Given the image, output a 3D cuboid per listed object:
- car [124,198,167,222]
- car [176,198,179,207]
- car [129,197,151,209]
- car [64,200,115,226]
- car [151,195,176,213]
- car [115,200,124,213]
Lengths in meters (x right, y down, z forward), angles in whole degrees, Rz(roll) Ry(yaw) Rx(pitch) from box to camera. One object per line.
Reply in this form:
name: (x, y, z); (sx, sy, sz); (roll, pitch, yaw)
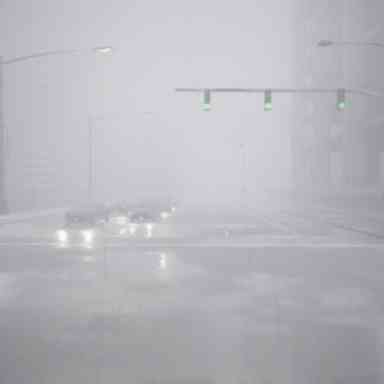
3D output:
car: (-3.385, 1.401, 25.324); (2.033, 1.411, 5.357); (0, 0, 1)
car: (-2.880, 1.307, 44.513); (1.994, 1.385, 4.181); (0, 0, 2)
car: (-6.456, 1.359, 41.903); (1.895, 1.301, 4.718); (0, 0, 2)
car: (-6.947, 1.347, 22.559); (1.882, 1.535, 5.008); (0, 0, 1)
car: (-3.133, 1.364, 34.554); (1.994, 1.385, 4.181); (0, 0, 3)
car: (-6.721, 1.416, 31.899); (1.895, 1.301, 4.718); (0, 0, 1)
